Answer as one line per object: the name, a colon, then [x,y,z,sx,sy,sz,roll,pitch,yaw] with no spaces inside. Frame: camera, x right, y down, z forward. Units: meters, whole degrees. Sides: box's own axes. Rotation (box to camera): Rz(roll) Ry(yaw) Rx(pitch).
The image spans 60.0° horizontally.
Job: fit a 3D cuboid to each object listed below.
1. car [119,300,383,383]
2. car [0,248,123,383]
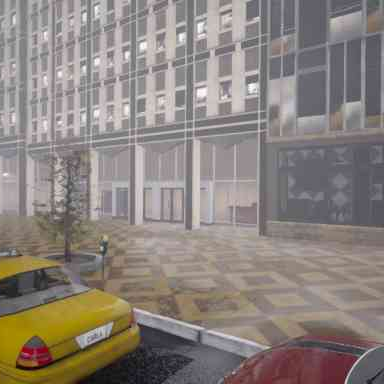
car: [1.835,1.440,1.556,4.097,1.590,1.967,0,1,35]
car: [-2.931,1.524,4.953,4.829,1.417,1.752,0,1,35]
